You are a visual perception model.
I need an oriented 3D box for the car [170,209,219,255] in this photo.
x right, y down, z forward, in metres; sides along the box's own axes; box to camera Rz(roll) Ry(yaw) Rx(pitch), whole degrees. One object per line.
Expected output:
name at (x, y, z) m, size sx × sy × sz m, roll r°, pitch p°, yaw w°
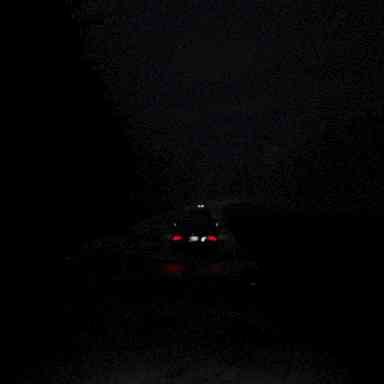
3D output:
car at (0.149, 1.669, 13.941) m, size 2.033 × 1.411 × 5.357 m, roll 0°, pitch 0°, yaw 1°

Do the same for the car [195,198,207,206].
car at (2.085, 2.188, 72.685) m, size 2.128 × 1.511 × 4.902 m, roll 0°, pitch -1°, yaw 8°

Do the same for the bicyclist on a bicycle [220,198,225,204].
bicyclist on a bicycle at (6.904, 2.186, 79.035) m, size 0.582 × 1.620 × 1.656 m, roll 0°, pitch -1°, yaw 9°

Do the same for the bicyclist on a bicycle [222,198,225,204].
bicyclist on a bicycle at (8.380, 2.279, 87.870) m, size 0.582 × 1.620 × 1.656 m, roll 0°, pitch -1°, yaw 10°

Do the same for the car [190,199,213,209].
car at (0.783, 1.717, 29.371) m, size 1.882 × 1.535 × 5.008 m, roll 0°, pitch 0°, yaw 3°
